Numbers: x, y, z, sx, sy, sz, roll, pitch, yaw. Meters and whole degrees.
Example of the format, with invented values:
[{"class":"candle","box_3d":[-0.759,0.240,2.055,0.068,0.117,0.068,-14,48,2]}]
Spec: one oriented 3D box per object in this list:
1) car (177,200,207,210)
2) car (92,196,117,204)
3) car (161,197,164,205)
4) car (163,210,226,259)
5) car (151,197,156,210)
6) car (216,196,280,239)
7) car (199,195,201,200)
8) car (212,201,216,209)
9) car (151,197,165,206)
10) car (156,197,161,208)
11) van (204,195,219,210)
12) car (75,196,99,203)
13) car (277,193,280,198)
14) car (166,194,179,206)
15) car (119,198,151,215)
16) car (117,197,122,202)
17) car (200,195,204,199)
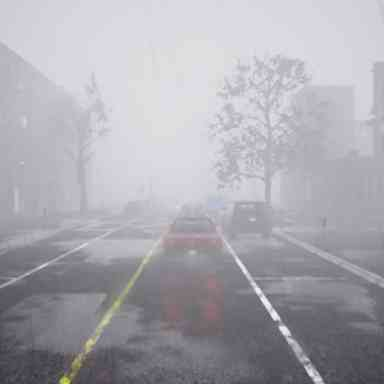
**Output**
[{"class":"car","box_3d":[0.042,1.576,27.531,1.895,1.301,4.718,0,0,1]},{"class":"car","box_3d":[-18.080,1.613,67.852,4.097,1.590,1.967,-1,1,-1]},{"class":"car","box_3d":[-5.694,1.480,50.168,1.752,1.417,4.829,0,0,0]},{"class":"car","box_3d":[0.042,1.590,12.530,1.895,1.301,4.718,0,0,1]},{"class":"car","box_3d":[-5.694,1.510,39.251,1.887,1.381,4.507,0,0,0]},{"class":"car","box_3d":[2.686,1.300,17.074,2.192,1.841,5.009,-1,0,0]},{"class":"car","box_3d":[2.686,1.443,88.572,1.752,1.417,4.829,-1,0,0]},{"class":"car","box_3d":[2.687,1.531,22.619,2.008,1.369,4.403,-1,0,0]},{"class":"car","box_3d":[-5.693,1.494,55.883,1.887,1.381,4.507,0,0,0]},{"class":"car","box_3d":[-5.693,1.504,44.795,1.887,1.381,4.507,0,0,0]},{"class":"van","box_3d":[2.686,1.306,39.251,1.690,1.788,3.998,-1,0,0]},{"class":"car","box_3d":[-24.021,1.686,76.096,4.829,1.417,1.752,-1,1,-1]},{"class":"car","box_3d":[19.936,1.032,68.497,5.009,1.841,2.192,-1,1,-1]},{"class":"car","box_3d":[-3.051,1.475,55.309,1.812,1.442,4.674,0,0,1]},{"class":"car","box_3d":[-5.693,1.515,33.706,1.887,1.381,4.507,0,0,0]},{"class":"car","box_3d":[-18.197,1.657,76.201,4.313,1.339,1.947,-1,1,-1]},{"class":"car","box_3d":[2.688,1.520,50.339,1.947,1.339,4.313,-1,0,0]}]
